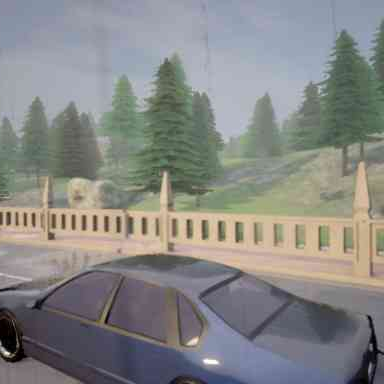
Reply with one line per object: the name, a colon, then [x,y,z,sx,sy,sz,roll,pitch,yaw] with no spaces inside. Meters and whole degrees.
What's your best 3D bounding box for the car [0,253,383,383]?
car: [-0.586,1.547,4.226,5.357,1.411,2.033,0,0,34]
